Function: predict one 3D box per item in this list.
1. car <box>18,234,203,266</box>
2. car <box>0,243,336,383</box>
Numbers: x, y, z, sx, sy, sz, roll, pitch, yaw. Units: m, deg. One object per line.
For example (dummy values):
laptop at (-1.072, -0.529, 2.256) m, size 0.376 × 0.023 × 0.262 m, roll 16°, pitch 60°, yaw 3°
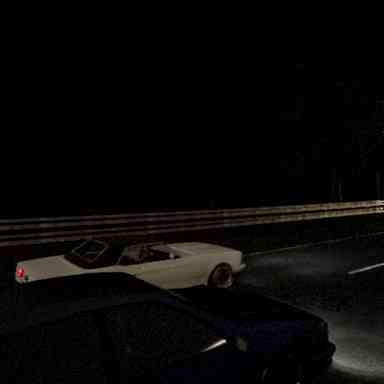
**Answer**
car at (-1.080, 1.596, 7.271) m, size 4.718 × 1.301 × 1.895 m, roll 0°, pitch 0°, yaw -35°
car at (-0.926, 1.546, 3.085) m, size 5.357 × 1.411 × 2.033 m, roll 0°, pitch 0°, yaw -36°
